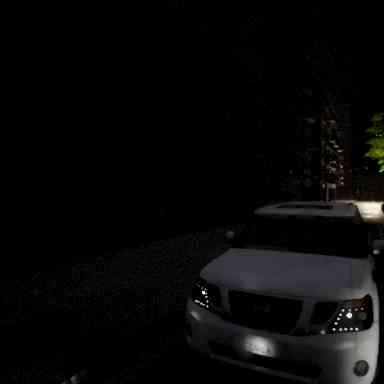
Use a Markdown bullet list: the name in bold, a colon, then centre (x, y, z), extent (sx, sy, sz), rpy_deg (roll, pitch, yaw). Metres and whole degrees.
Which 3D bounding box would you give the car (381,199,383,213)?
- **car**: centre (22.655, 1.583, 37.758), extent (1.994, 1.385, 4.181), rpy_deg (0, 0, 28)

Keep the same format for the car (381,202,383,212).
- **car**: centre (17.978, 1.366, 29.044), extent (2.097, 1.767, 4.553), rpy_deg (0, 0, 28)

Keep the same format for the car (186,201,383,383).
- **car**: centre (1.993, 1.222, 5.817), extent (2.150, 2.045, 5.566), rpy_deg (0, 0, 28)
